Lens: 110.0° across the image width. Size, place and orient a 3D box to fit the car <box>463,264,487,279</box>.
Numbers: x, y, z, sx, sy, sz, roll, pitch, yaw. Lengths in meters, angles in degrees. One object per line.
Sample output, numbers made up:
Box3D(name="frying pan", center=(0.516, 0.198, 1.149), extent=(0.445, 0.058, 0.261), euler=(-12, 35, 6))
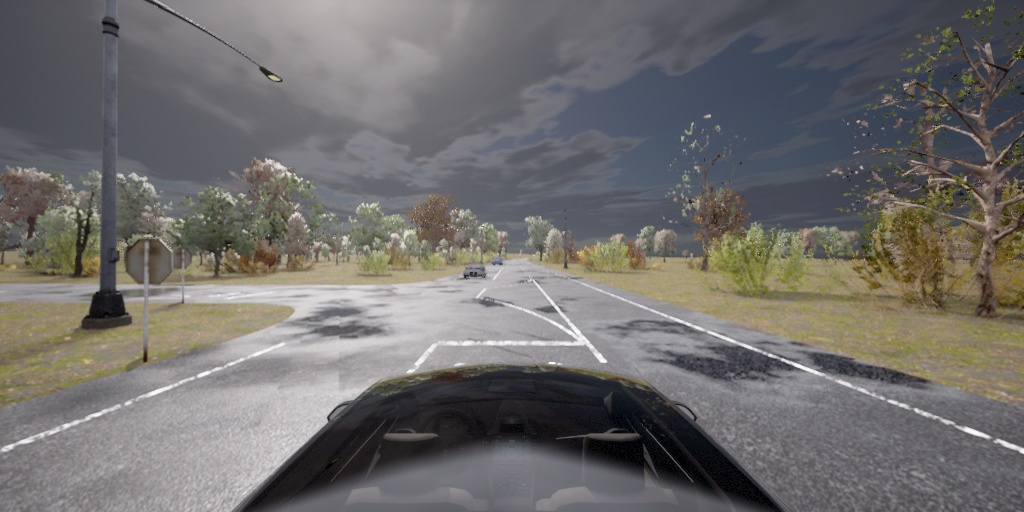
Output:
Box3D(name="car", center=(-3.418, 1.433, 33.772), extent=(1.994, 1.385, 4.181), euler=(0, 0, 0))
